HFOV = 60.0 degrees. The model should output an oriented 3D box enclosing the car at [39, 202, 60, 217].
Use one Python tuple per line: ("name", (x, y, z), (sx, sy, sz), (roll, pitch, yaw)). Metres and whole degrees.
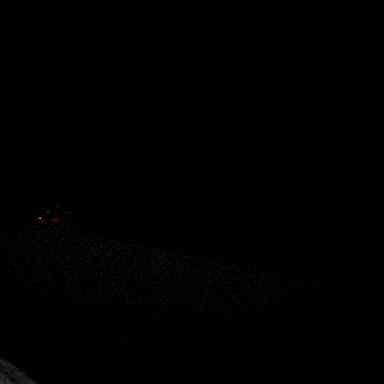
("car", (-15.796, 1.895, 36.999), (2.128, 1.511, 4.902), (-2, 0, -19))
